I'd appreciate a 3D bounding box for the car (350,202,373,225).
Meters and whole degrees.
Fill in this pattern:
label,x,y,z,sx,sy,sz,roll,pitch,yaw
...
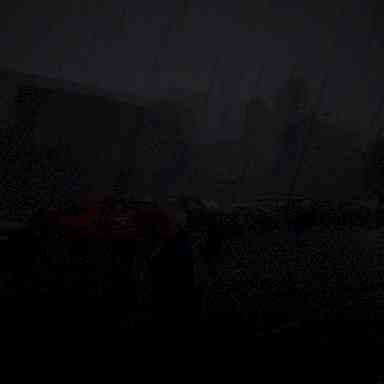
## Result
label,x,y,z,sx,sy,sz,roll,pitch,yaw
car,9.964,1.507,23.687,4.674,1.452,2.002,-1,0,35

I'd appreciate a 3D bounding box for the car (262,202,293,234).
label,x,y,z,sx,sy,sz,roll,pitch,yaw
car,2.678,1.483,18.495,4.892,1.521,2.231,-1,0,34

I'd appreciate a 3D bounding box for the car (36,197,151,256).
label,x,y,z,sx,sy,sz,roll,pitch,yaw
car,-4.644,1.245,13.322,5.566,2.045,2.435,-1,-1,35

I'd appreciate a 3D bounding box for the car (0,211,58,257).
label,x,y,z,sx,sy,sz,roll,pitch,yaw
car,-7.045,1.535,11.571,4.674,1.452,2.002,-1,-1,35

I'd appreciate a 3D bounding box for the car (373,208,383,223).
label,x,y,z,sx,sy,sz,roll,pitch,yaw
car,12.435,1.491,25.422,4.792,1.488,2.163,-1,-1,34

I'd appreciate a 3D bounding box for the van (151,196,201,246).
label,x,y,z,sx,sy,sz,roll,pitch,yaw
van,-2.088,1.264,14.978,4.442,1.987,1.878,-1,-1,35

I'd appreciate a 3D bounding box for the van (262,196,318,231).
label,x,y,z,sx,sy,sz,roll,pitch,yaw
van,5.004,1.253,20.296,4.442,1.987,1.878,-1,0,35

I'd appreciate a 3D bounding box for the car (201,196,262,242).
label,x,y,z,sx,sy,sz,roll,pitch,yaw
car,0.269,1.235,16.759,5.566,2.045,2.435,-1,-1,35

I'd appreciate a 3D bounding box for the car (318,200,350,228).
label,x,y,z,sx,sy,sz,roll,pitch,yaw
car,7.557,1.346,21.944,4.553,1.767,2.185,-1,0,34
